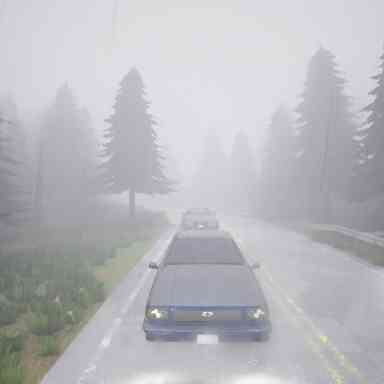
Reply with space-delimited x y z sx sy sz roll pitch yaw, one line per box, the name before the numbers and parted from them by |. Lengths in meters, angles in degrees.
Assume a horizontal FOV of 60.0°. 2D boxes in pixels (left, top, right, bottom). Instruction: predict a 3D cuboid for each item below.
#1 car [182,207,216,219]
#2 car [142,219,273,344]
car | 0.386 1.584 19.135 1.994 1.385 4.181 0 0 -2
car | 0.243 1.557 7.050 2.033 1.411 5.357 0 0 1
